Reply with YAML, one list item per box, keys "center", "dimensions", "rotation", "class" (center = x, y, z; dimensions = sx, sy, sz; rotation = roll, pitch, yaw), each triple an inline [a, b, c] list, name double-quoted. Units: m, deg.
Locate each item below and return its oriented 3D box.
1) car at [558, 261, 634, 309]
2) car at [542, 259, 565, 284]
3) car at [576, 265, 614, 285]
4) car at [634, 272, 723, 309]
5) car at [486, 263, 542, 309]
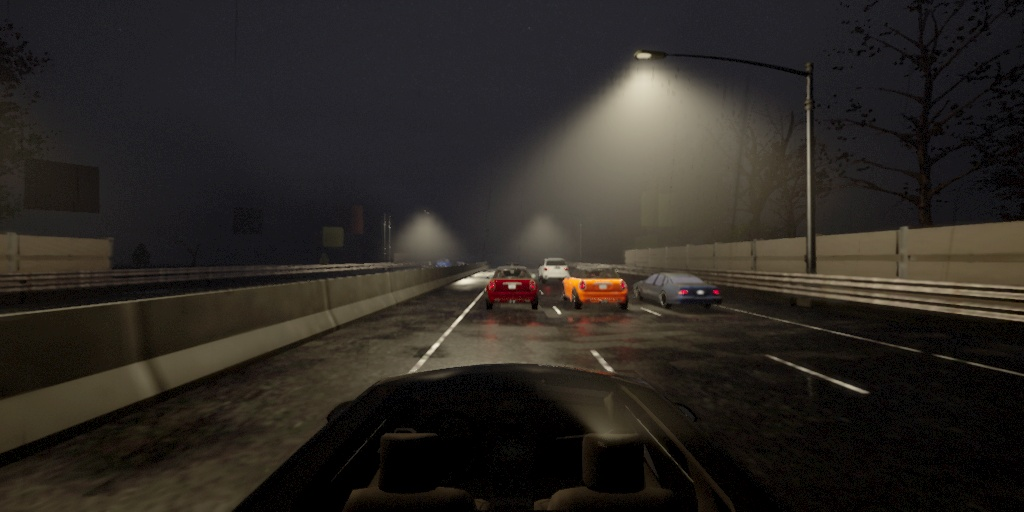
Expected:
- center: [3.512, 1.232, 15.932]
  dimensions: [2.097, 1.767, 4.553]
  rotation: [0, -1, 0]
  class: "car"
- center: [3.518, 1.236, 30.871]
  dimensions: [2.150, 2.045, 5.566]
  rotation: [0, 0, 0]
  class: "car"
- center: [7.018, 1.567, 30.837]
  dimensions: [2.033, 1.411, 5.357]
  rotation: [0, 0, 0]
  class: "car"
- center: [7.009, 1.428, 15.837]
  dimensions: [2.033, 1.411, 5.357]
  rotation: [0, 0, 0]
  class: "car"
- center: [0.011, 1.232, 15.930]
  dimensions: [2.097, 1.767, 4.553]
  rotation: [0, -1, 0]
  class: "car"
